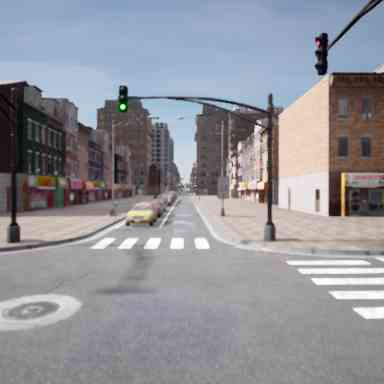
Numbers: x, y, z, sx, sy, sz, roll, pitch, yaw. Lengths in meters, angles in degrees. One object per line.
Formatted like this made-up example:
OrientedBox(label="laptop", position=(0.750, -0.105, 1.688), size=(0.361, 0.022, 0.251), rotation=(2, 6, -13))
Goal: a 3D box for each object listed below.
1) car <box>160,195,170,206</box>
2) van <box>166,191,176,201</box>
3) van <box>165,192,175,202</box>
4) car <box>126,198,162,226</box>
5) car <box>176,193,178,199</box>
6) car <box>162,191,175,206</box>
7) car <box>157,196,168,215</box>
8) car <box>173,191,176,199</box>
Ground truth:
OrientedBox(label="car", position=(-3.419, 1.283, 32.847), size=(1.802, 1.307, 4.206), rotation=(1, 0, -1))
OrientedBox(label="van", position=(-4.180, 0.800, 66.468), size=(1.690, 1.788, 3.998), rotation=(0, 0, -1))
OrientedBox(label="van", position=(-4.053, 0.838, 60.864), size=(1.690, 1.788, 3.998), rotation=(0, 0, -1))
OrientedBox(label="car", position=(-3.161, 1.320, 21.469), size=(1.752, 1.417, 4.829), rotation=(1, 0, -1))
OrientedBox(label="car", position=(-3.926, 0.851, 55.260), size=(2.192, 1.841, 5.009), rotation=(0, 0, -1))
OrientedBox(label="car", position=(-3.673, 1.057, 44.053), size=(1.967, 1.590, 4.097), rotation=(0, 0, -1))
OrientedBox(label="car", position=(-3.292, 1.291, 27.243), size=(1.887, 1.381, 4.507), rotation=(1, 0, -1))
OrientedBox(label="car", position=(-3.800, 1.016, 49.657), size=(1.967, 1.590, 4.097), rotation=(0, 0, -1))
